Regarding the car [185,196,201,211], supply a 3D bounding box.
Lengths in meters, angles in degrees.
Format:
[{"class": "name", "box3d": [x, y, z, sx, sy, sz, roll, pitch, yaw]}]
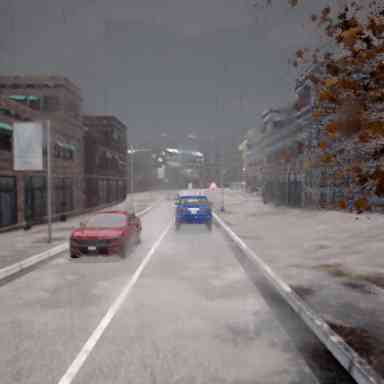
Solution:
[{"class": "car", "box3d": [0.097, 1.323, 39.412, 1.812, 1.442, 4.674, 0, 2, 0]}]

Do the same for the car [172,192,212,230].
[{"class": "car", "box3d": [0.098, 1.210, 21.044, 2.150, 2.045, 5.566, 0, 0, 0]}]

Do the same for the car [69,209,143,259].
[{"class": "car", "box3d": [-3.100, 1.470, 12.820, 1.882, 1.535, 5.008, 0, 0, 0]}]

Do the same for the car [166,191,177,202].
[{"class": "car", "box3d": [-3.082, 0.586, 53.069, 2.128, 1.511, 4.902, 0, 5, 0]}]
